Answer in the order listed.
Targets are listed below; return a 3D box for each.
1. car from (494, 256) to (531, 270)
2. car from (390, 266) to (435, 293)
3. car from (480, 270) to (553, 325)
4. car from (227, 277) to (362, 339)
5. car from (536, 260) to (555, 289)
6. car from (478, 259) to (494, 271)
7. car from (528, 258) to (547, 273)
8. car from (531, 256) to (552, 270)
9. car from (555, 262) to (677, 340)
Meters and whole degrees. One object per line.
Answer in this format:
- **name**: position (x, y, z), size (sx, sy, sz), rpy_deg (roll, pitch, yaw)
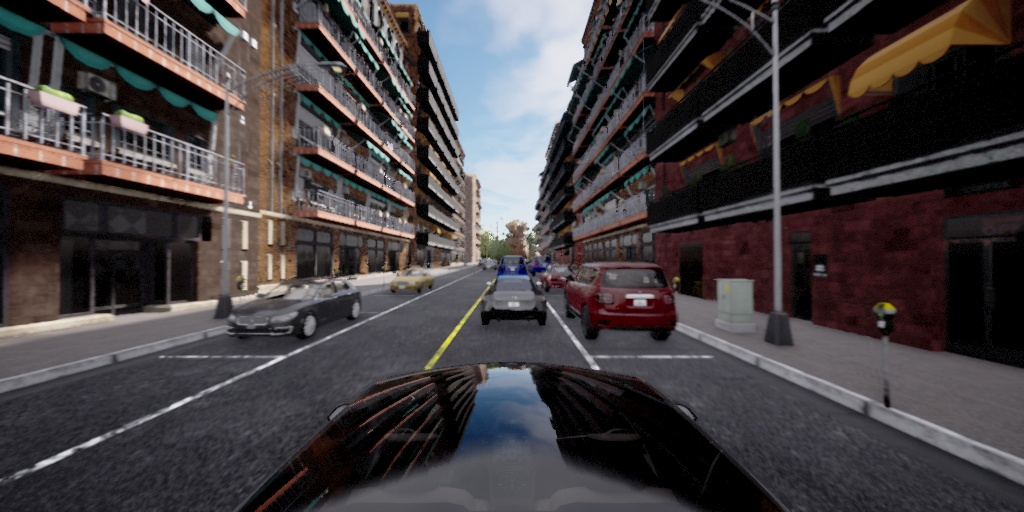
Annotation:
- **car**: position (0.062, 0.992, 26.909), size (2.150, 2.045, 5.566), rpy_deg (0, 0, 0)
- **car**: position (-5.690, 1.289, 20.957), size (1.751, 1.417, 4.829), rpy_deg (0, 0, 0)
- **car**: position (0.063, 1.319, 11.914), size (1.994, 1.385, 4.181), rpy_deg (0, 0, 0)
- **car**: position (-5.690, 1.306, 9.990), size (2.007, 1.370, 4.403), rpy_deg (0, 0, 0)
- **car**: position (2.690, 1.203, 21.094), size (1.967, 1.591, 4.097), rpy_deg (0, 0, 0)
- **car**: position (-3.083, 1.278, 49.589), size (2.128, 1.511, 4.902), rpy_deg (0, 0, 0)
- **car**: position (3.111, 1.136, 44.760), size (2.097, 1.767, 4.553), rpy_deg (0, 0, 0)
- **car**: position (3.105, 1.006, 37.819), size (2.150, 2.045, 5.566), rpy_deg (0, 0, 0)
- **car**: position (2.691, 1.070, 9.958), size (2.192, 1.841, 5.009), rpy_deg (0, 0, 0)
